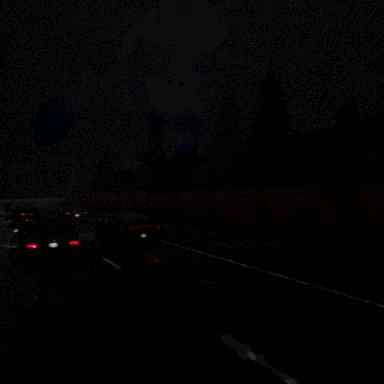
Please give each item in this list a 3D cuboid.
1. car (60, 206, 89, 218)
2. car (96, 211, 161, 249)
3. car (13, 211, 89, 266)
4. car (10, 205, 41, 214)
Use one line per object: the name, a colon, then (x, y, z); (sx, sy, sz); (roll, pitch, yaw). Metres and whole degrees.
car: (-9.989, 1.832, 27.908); (1.994, 1.385, 4.181); (0, 0, -29)
car: (-3.112, 1.600, 15.415); (1.882, 1.535, 5.008); (0, 0, -28)
car: (-5.364, 1.674, 12.216); (2.033, 1.411, 5.357); (0, 0, -29)
car: (-13.057, 1.796, 26.216); (1.837, 1.490, 4.892); (0, 0, -28)
